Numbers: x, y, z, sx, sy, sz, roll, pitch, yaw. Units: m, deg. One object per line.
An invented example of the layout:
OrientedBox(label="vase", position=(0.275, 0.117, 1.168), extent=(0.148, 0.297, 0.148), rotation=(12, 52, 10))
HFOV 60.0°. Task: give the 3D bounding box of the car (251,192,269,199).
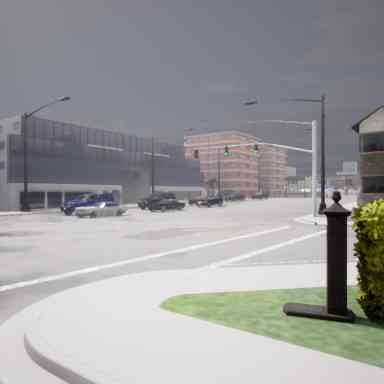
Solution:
OrientedBox(label="car", position=(13.707, 0.733, 66.768), extent=(2.033, 1.411, 5.357), rotation=(0, 0, 36))

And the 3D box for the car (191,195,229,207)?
OrientedBox(label="car", position=(2.435, 1.217, 44.733), extent=(2.128, 1.511, 4.902), rotation=(0, 1, 35))

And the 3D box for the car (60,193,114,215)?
OrientedBox(label="car", position=(-10.128, 1.171, 32.910), extent=(2.150, 2.045, 5.566), rotation=(0, 0, 35))

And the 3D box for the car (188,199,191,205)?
OrientedBox(label="car", position=(1.415, 1.247, 49.376), extent=(1.895, 1.301, 4.718), rotation=(0, 2, 35))

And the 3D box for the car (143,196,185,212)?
OrientedBox(label="car", position=(-2.834, 1.493, 37.216), extent=(1.895, 1.301, 4.718), rotation=(0, 1, 35))

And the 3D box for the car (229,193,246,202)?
OrientedBox(label="car", position=(7.537, 0.901, 58.085), extent=(2.033, 1.411, 5.357), rotation=(0, 1, 35))

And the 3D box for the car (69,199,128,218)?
OrientedBox(label="car", position=(-8.091, 1.555, 29.712), extent=(1.895, 1.301, 4.718), rotation=(0, 0, 35))

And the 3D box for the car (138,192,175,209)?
OrientedBox(label="car", position=(-4.187, 1.072, 41.384), extent=(2.150, 2.045, 5.566), rotation=(0, 1, 36))
